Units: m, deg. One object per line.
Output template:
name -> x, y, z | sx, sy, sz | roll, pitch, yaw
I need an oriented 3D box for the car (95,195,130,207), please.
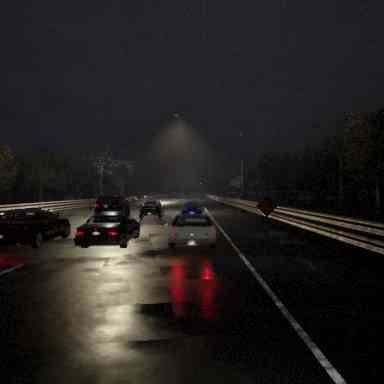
car -> -7.000, 1.260, 29.681 | 2.150, 2.045, 5.566 | 0, 0, 0

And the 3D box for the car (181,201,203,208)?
car -> 0.000, 1.535, 29.651 | 1.812, 1.442, 4.674 | 0, 0, 0

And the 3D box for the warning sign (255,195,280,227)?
warning sign -> 4.550, 1.115, 20.206 | 1.300, 1.860, 1.060 | 0, 0, 0

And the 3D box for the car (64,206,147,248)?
car -> -3.500, 1.564, 14.651 | 2.033, 1.411, 5.357 | 0, 0, 0

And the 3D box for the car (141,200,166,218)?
car -> -3.500, 1.519, 29.651 | 1.837, 1.490, 4.892 | 0, 0, 0

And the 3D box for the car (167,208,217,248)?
car -> 0.000, 1.617, 14.681 | 1.895, 1.301, 4.718 | 0, 0, 0

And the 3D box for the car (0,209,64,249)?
car -> -7.000, 1.485, 14.651 | 1.882, 1.535, 5.008 | 0, 0, 0
